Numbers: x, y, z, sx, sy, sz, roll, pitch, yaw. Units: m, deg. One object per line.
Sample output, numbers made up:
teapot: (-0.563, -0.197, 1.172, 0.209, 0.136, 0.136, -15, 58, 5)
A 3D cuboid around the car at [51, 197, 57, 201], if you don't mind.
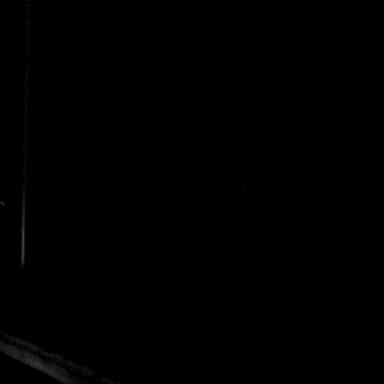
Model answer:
car: (-20.503, 1.351, 46.979, 1.895, 1.301, 4.718, 2, -2, 17)
